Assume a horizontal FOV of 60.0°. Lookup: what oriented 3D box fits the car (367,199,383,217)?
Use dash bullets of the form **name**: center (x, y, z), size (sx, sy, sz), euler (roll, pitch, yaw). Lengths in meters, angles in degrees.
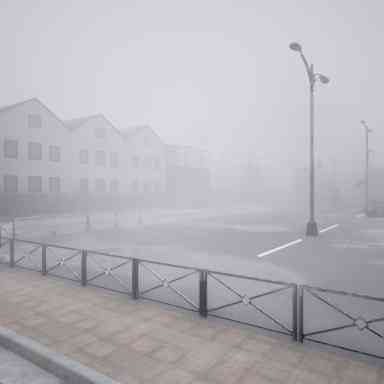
- **car**: center (15.385, 1.298, 26.832), size (2.007, 1.523, 4.514), euler (0, 0, 35)
